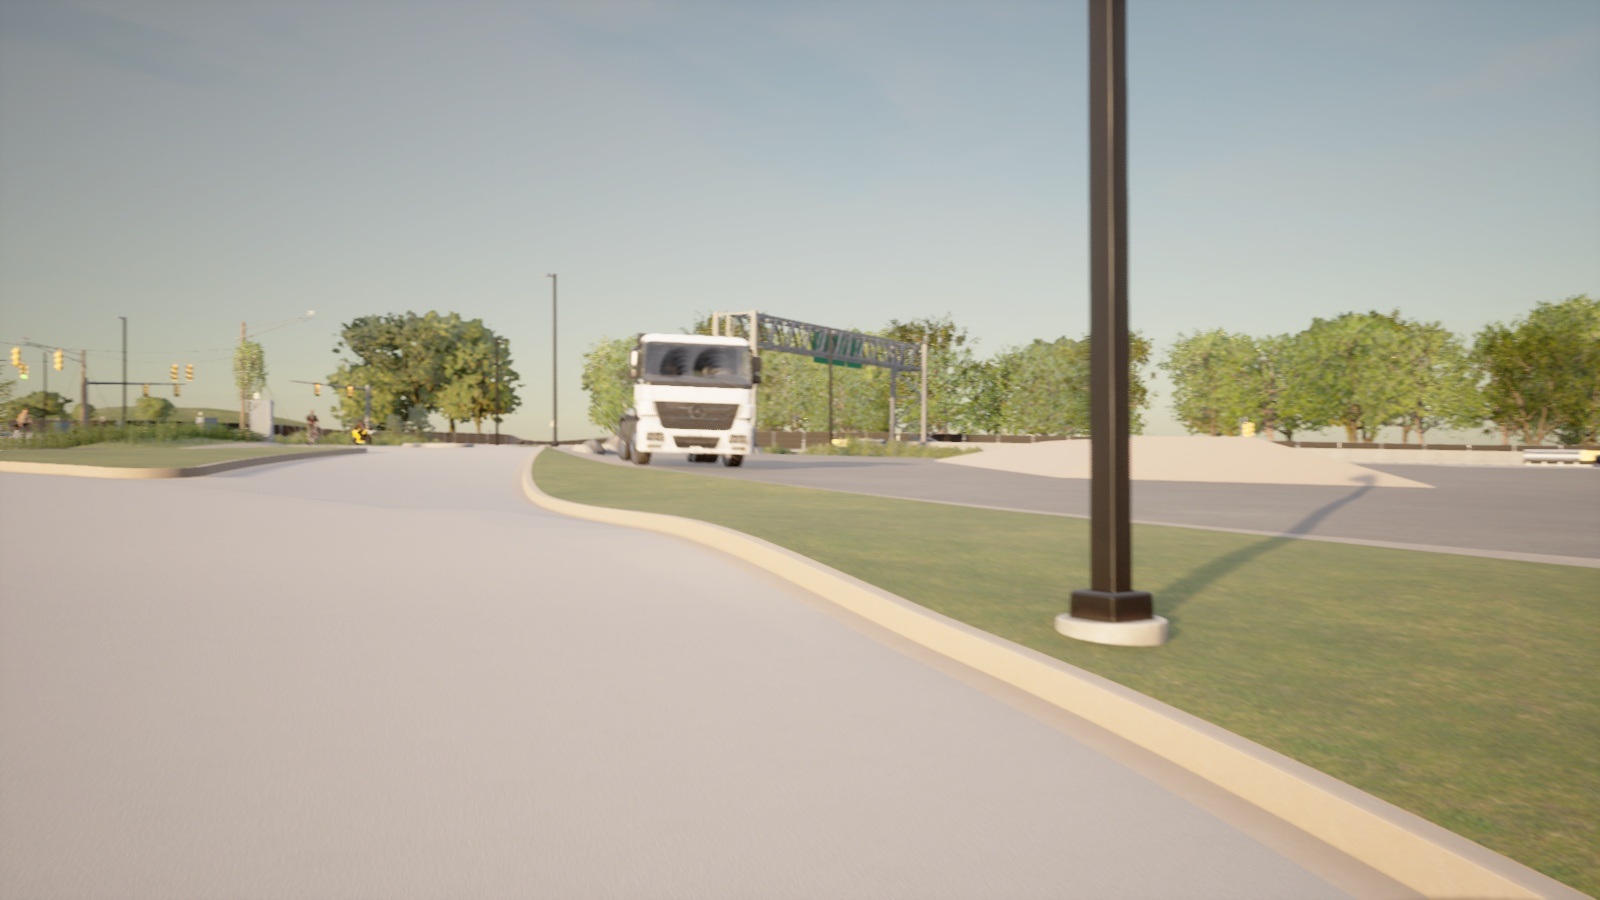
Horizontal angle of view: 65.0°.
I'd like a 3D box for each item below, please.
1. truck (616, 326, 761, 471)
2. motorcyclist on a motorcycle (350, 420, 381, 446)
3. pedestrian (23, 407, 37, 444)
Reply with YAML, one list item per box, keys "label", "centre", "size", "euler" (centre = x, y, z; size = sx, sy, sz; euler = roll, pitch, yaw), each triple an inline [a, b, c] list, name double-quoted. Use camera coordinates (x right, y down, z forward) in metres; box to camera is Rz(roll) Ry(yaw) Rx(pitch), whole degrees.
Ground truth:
- label: "truck"
  centre: [-3.283, -1.315, 34.734]
  size: [2.891, 3.462, 7.936]
  euler: [2, 1, -12]
- label: "motorcyclist on a motorcycle"
  centre: [-25.070, -0.989, 72.459]
  size: [2.044, 1.523, 0.797]
  euler: [1, 1, 41]
- label: "pedestrian"
  centre: [-38.811, -1.228, 63.303]
  size: [0.594, 1.836, 0.345]
  euler: [0, -1, 28]
